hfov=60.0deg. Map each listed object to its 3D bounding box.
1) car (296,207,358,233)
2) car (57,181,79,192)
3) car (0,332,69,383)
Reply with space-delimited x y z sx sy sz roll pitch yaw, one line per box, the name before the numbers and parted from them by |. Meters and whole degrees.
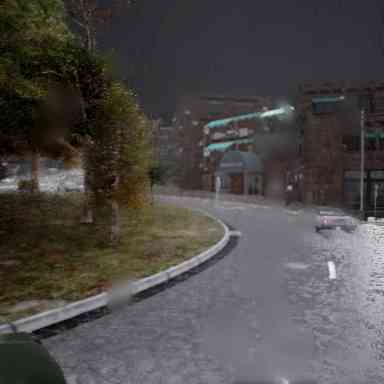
car | 7.394 1.485 18.788 1.895 1.301 4.718 1 1 2
car | -17.530 -0.775 47.155 1.812 1.442 4.674 -1 3 -41
car | -2.864 1.569 1.346 4.718 1.301 1.895 0 1 -36
